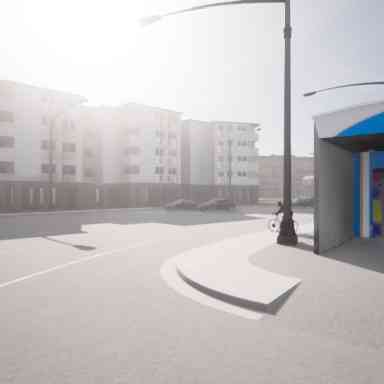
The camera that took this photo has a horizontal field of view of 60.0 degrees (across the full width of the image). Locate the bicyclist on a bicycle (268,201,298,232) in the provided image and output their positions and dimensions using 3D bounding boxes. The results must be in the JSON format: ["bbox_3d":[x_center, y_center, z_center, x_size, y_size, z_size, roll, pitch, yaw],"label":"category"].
[{"bbox_3d":[4.697,1.300,17.236,1.656,1.620,0.582,0,0,38],"label":"bicyclist on a bicycle"}]

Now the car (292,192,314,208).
[{"bbox_3d":[16.698,0.840,44.238,5.566,2.045,2.150,0,0,-17],"label":"car"}]

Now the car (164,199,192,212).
[{"bbox_3d":[-1.099,1.525,38.934,4.674,1.442,1.812,0,0,-36],"label":"car"}]

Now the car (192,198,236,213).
[{"bbox_3d":[2.782,1.504,37.429,4.892,1.490,1.837,0,0,-34],"label":"car"}]
